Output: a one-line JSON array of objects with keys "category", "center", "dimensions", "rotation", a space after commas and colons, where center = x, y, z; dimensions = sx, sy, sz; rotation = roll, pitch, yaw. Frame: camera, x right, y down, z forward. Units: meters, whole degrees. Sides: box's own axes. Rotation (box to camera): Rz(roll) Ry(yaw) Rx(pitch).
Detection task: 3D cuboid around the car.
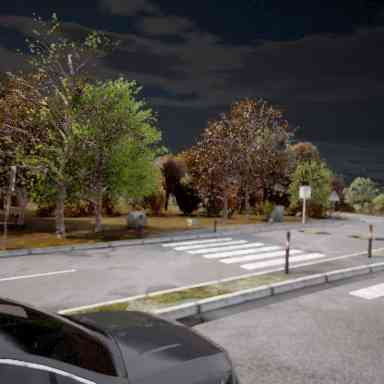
[{"category": "car", "center": [-1.801, 1.501, 2.157], "dimensions": [4.892, 1.490, 1.837], "rotation": [1, -1, -35]}]
